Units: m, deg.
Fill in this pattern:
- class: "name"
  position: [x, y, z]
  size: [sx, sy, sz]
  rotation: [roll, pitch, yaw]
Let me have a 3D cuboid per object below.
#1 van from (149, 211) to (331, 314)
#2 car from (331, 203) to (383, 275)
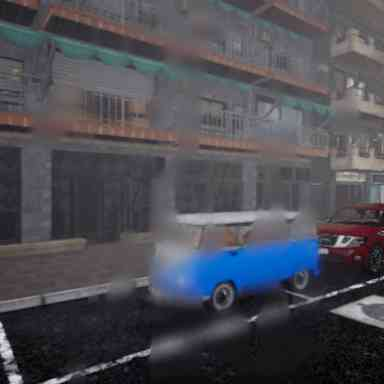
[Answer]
- class: "van"
  position: [1.074, 1.334, 7.327]
  size: [3.998, 1.788, 1.690]
  rotation: [0, 0, -36]
- class: "car"
  position: [5.681, 1.306, 10.615]
  size: [5.009, 1.841, 2.192]
  rotation: [0, 0, -36]
